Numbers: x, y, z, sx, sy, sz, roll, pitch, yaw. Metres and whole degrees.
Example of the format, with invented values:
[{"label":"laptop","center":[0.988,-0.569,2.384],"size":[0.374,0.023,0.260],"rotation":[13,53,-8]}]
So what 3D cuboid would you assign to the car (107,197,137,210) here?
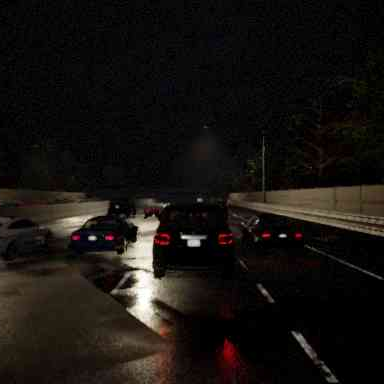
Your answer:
[{"label":"car","center":[-7.117,1.579,34.207],"size":[2.150,2.045,5.566],"rotation":[0,-1,0]}]

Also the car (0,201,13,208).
[{"label":"car","center":[-24.855,1.996,46.194],"size":[1.994,1.385,4.181],"rotation":[0,-1,0]}]

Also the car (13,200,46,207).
[{"label":"car","center":[-21.359,1.903,44.552],"size":[1.882,1.535,5.008],"rotation":[0,0,0]}]

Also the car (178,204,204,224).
[{"label":"car","center":[-0.088,1.874,29.217],"size":[2.033,1.411,5.357],"rotation":[0,-1,0]}]

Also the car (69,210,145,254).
[{"label":"car","center":[-3.494,1.692,14.118],"size":[2.033,1.411,5.357],"rotation":[0,-1,0]}]

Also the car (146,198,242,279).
[{"label":"car","center":[0.028,1.340,10.625],"size":[2.150,2.045,5.566],"rotation":[0,-1,0]}]

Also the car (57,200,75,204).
[{"label":"car","center":[-17.861,1.945,47.099],"size":[1.882,1.535,5.008],"rotation":[0,-1,0]}]

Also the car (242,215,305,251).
[{"label":"car","center":[3.391,1.726,15.007],"size":[2.033,1.411,5.357],"rotation":[0,-1,0]}]

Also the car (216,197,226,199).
[{"label":"car","center":[3.238,1.699,41.717],"size":[2.150,2.045,5.566],"rotation":[0,-1,0]}]

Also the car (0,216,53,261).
[{"label":"car","center":[-6.985,1.642,12.622],"size":[1.812,1.442,4.674],"rotation":[0,-1,0]}]
